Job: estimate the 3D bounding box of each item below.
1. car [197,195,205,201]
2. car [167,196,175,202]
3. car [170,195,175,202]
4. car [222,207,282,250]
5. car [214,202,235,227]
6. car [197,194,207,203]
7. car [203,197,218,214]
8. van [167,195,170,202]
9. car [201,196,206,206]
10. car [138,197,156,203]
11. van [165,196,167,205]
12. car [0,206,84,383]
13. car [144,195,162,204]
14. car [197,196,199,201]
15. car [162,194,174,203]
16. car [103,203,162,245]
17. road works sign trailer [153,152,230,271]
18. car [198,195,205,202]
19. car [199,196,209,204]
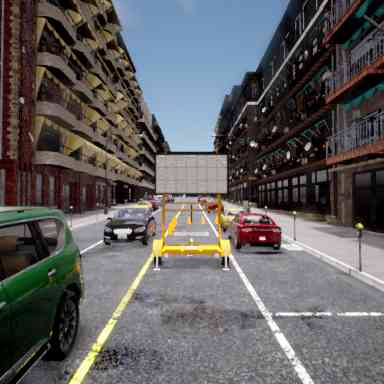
[{"bbox_3d":[2.424,1.723,91.750,1.967,1.590,4.097,1,0,0],"label":"car"},{"bbox_3d":[-5.417,1.820,86.266,1.947,1.339,4.313,1,0,0],"label":"car"},{"bbox_3d":[-5.387,1.492,69.675,2.192,1.841,5.009,1,0,0],"label":"car"},{"bbox_3d":[2.567,1.561,14.317,1.887,1.381,4.507,1,0,0],"label":"car"},{"bbox_3d":[2.559,1.551,20.019,1.752,1.417,4.829,1,0,0],"label":"car"},{"bbox_3d":[2.443,1.541,80.687,2.192,1.841,5.009,1,0,0],"label":"car"},{"bbox_3d":[2.535,1.608,36.439,1.887,1.381,4.507,1,0,0],"label":"car"},{"bbox_3d":[-5.372,1.473,58.614,1.690,1.788,3.998,1,0,0],"label":"van"},{"bbox_3d":[2.527,1.628,41.971,2.008,1.369,4.403,1,0,0],"label":"car"},{"bbox_3d":[-5.344,1.588,36.322,1.752,1.417,4.829,2,0,0],"label":"car"},{"bbox_3d":[-5.363,1.452,53.082,1.690,1.788,3.998,2,0,0],"label":"van"},{"bbox_3d":[-2.746,1.224,3.019,2.150,2.045,5.566,0,0,0],"label":"car"},{"bbox_3d":[-5.347,1.393,42.024,2.192,1.841,5.009,2,0,0],"label":"car"},{"bbox_3d":[2.496,1.698,64.093,1.887,1.381,4.507,1,0,0],"label":"car"},{"bbox_3d":[-5.394,1.516,75.205,2.192,1.841,5.009,1,0,0],"label":"car"},{"bbox_3d":[-2.774,1.510,15.609,2.128,1.511,4.902,0,0,0],"label":"car"},{"bbox_3d":[-0.014,0.475,10.980,2.380,3.560,2.880,0,0,0],"label":"road works sign trailer"},{"bbox_3d":[2.504,1.676,58.563,1.887,1.381,4.507,1,0,0],"label":"car"},{"bbox_3d":[2.498,1.617,69.625,1.967,1.590,4.097,1,0,0],"label":"car"}]
